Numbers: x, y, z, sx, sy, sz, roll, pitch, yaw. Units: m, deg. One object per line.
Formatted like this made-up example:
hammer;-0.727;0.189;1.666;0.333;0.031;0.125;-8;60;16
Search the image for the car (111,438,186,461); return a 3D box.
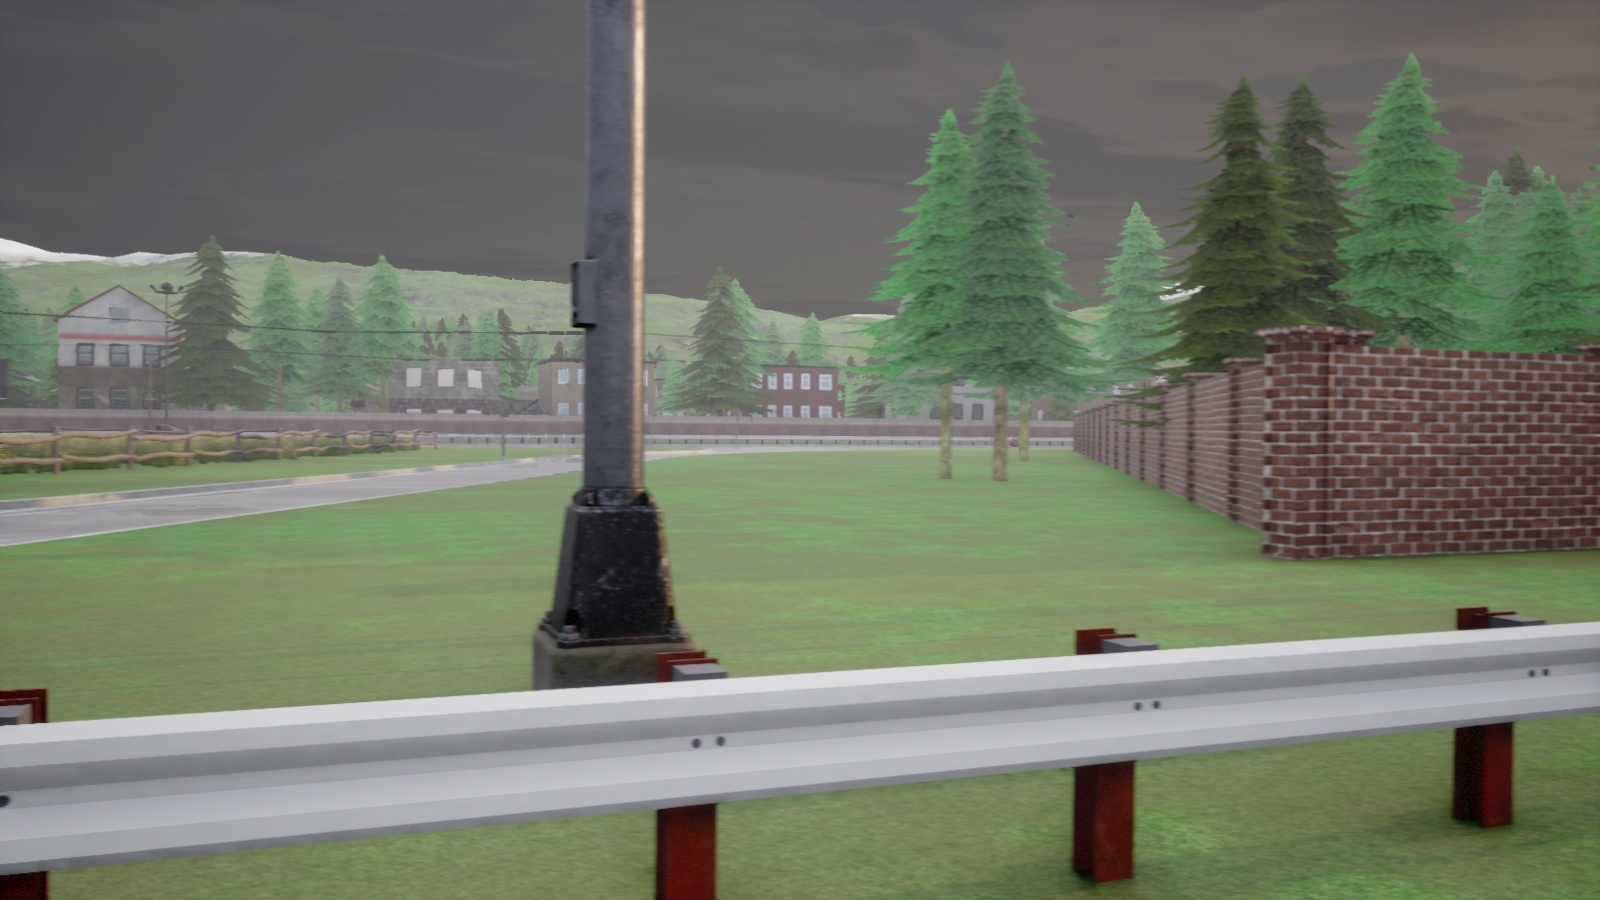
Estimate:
car;-42.782;-0.052;82.577;4.193;1.474;1.816;-1;1;-21
